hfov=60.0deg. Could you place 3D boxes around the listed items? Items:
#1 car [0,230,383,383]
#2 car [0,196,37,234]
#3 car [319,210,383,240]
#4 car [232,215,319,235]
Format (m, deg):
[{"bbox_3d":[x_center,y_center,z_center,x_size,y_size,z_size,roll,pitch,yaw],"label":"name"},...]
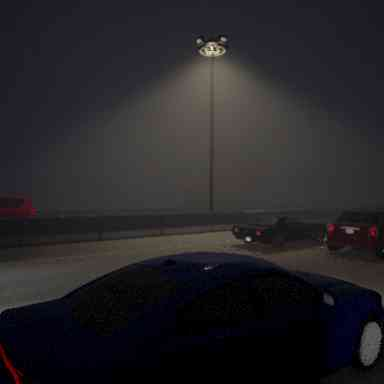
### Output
[{"bbox_3d":[0.430,1.503,4.054,5.008,1.535,1.882,1,0,-35],"label":"car"},{"bbox_3d":[-11.121,1.220,17.433,5.566,2.045,2.150,1,0,-35],"label":"car"},{"bbox_3d":[7.498,1.487,13.390,4.553,1.767,2.097,1,0,-35],"label":"car"},{"bbox_3d":[4.179,1.720,15.321,4.718,1.301,1.895,1,0,-35],"label":"car"}]
